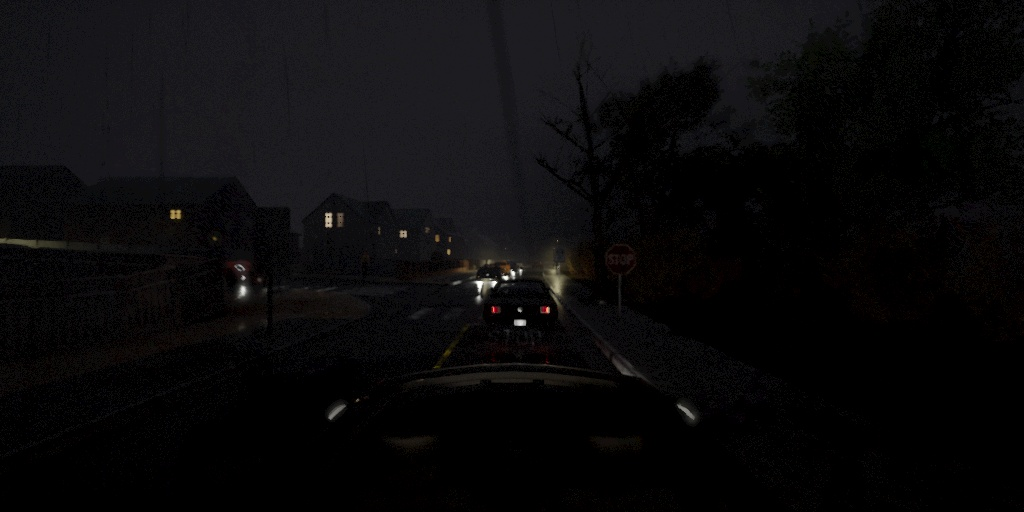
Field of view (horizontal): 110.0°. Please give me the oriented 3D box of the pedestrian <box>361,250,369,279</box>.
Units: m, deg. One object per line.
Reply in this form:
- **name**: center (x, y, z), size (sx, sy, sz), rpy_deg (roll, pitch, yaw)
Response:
- **pedestrian**: center (-9.386, 0.541, 22.915), size (0.375, 1.860, 0.375), rpy_deg (0, -3, 1)

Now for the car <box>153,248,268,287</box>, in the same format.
- **car**: center (-14.203, 0.482, 17.110), size (4.553, 1.767, 2.097), rpy_deg (3, 0, 1)

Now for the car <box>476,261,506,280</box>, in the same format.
- **car**: center (-1.882, 1.363, 30.921), size (1.994, 1.385, 4.181), rpy_deg (0, 0, 3)

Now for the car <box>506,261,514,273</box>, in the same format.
- **car**: center (-1.254, 1.316, 39.718), size (1.882, 1.535, 5.008), rpy_deg (0, 0, 5)

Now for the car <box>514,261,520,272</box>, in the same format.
- **car**: center (-0.360, 1.432, 49.718), size (1.812, 1.442, 4.674), rpy_deg (0, 0, 6)

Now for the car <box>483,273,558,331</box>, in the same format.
- **car**: center (0.249, 1.361, 11.047), size (1.895, 1.301, 4.718), rpy_deg (0, 0, 1)

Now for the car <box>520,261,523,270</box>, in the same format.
- **car**: center (0.858, 1.517, 60.573), size (1.812, 1.442, 4.674), rpy_deg (0, -1, 7)

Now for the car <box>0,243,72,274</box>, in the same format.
- **car**: center (-24.304, 0.128, 17.231), size (5.008, 1.535, 1.882), rpy_deg (3, 0, 1)
